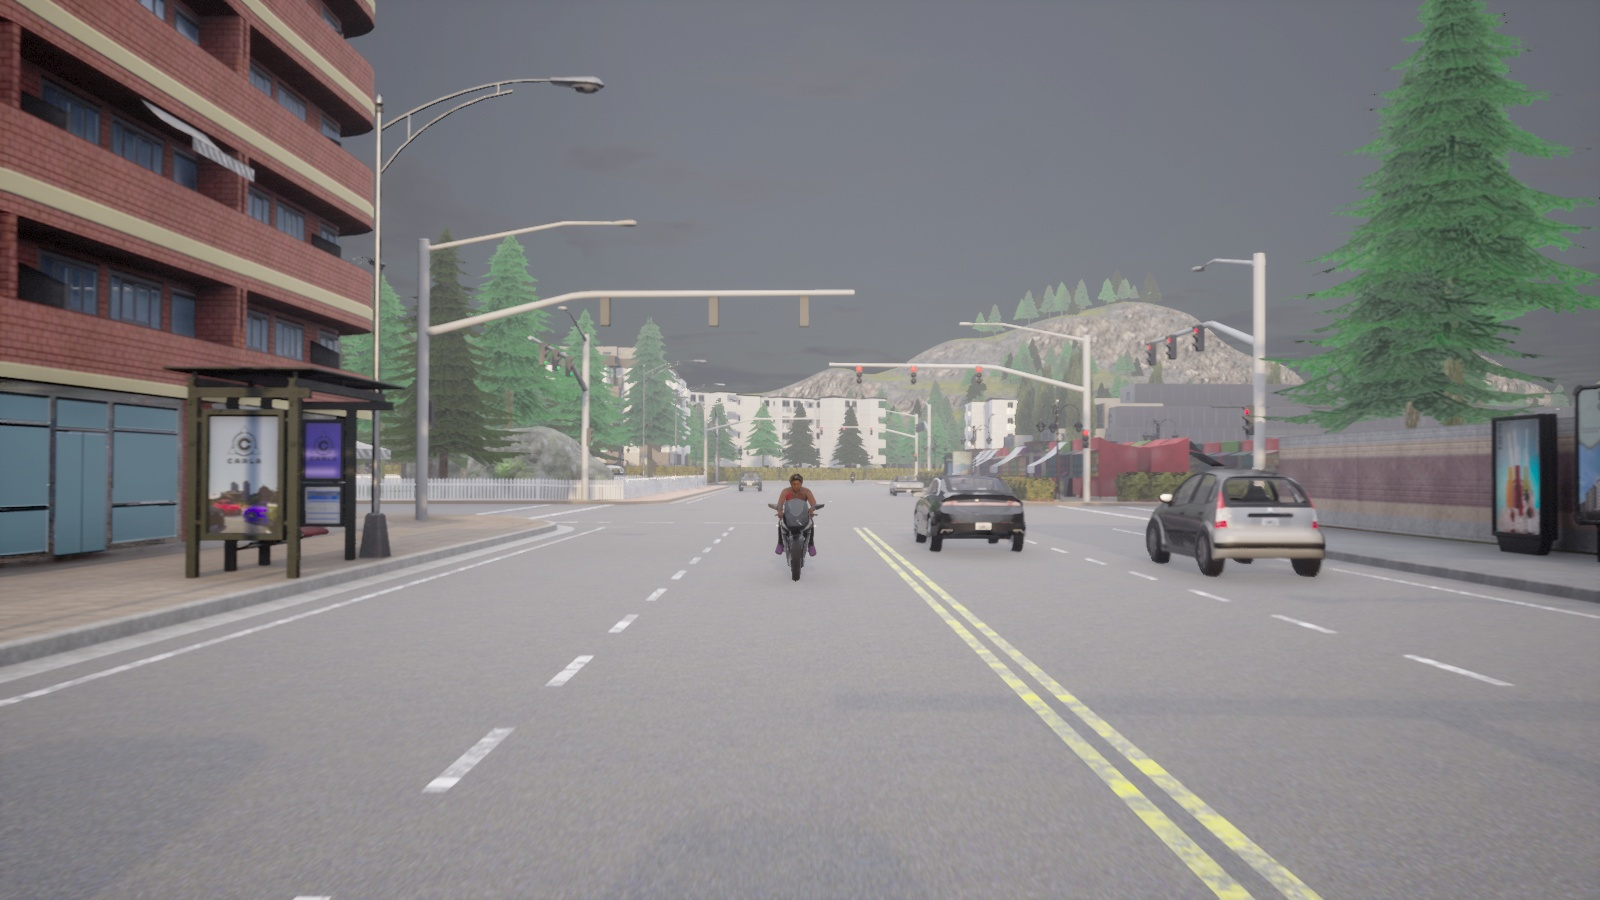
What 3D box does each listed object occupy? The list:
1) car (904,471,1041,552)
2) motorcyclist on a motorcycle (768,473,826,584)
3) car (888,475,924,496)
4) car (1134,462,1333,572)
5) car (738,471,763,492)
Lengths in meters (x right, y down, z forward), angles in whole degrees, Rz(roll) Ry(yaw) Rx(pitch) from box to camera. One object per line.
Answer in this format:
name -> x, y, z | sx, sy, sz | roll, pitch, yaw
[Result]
car -> 3.434, 1.192, 25.993 | 2.128, 1.511, 4.902 | 0, -1, 0
motorcyclist on a motorcycle -> -0.047, 1.105, 18.397 | 0.797, 1.523, 2.044 | 0, -1, 0
car -> 6.797, 2.238, 80.625 | 1.895, 1.301, 4.718 | 0, -1, 0
car -> 6.947, 1.030, 20.585 | 1.851, 1.617, 3.988 | 0, -1, 0
car -> -3.739, 2.403, 95.242 | 1.789, 1.549, 3.705 | 0, -1, 0
